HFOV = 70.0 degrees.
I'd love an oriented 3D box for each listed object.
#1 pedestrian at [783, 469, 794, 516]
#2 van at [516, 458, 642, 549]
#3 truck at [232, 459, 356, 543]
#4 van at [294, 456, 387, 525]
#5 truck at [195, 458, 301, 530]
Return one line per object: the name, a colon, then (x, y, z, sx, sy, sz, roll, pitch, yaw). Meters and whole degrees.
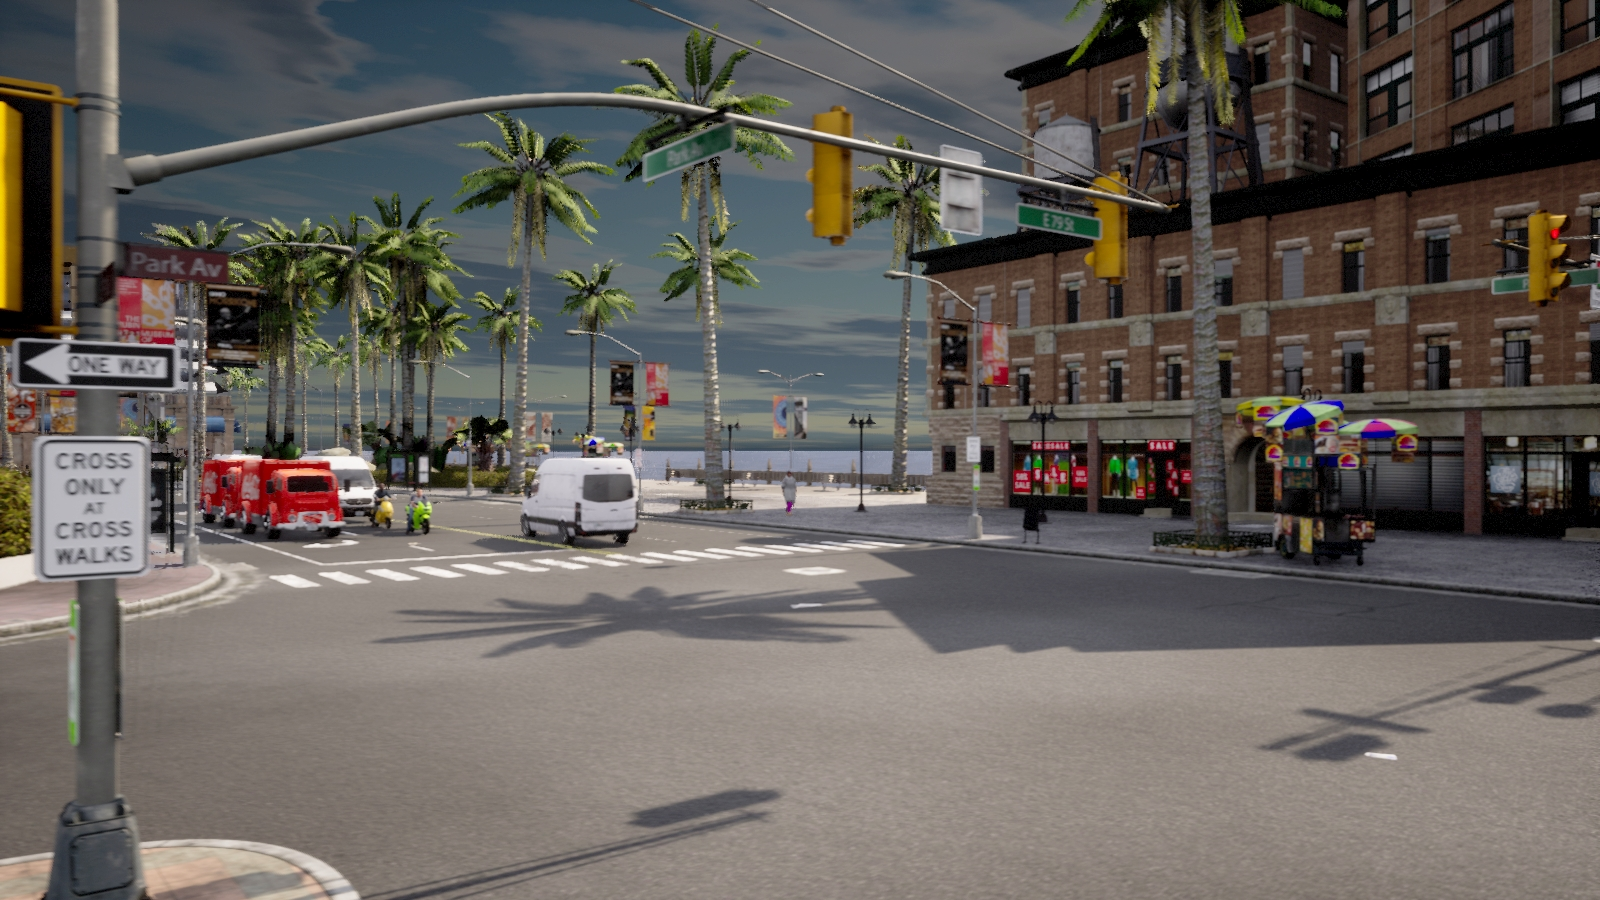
pedestrian: (-0.459, 1.698, 45.972, 0.375, 1.860, 0.375, 0, 0, -19)
van: (-7.005, 1.535, 35.594, 1.988, 2.561, 5.915, 0, 0, -31)
truck: (-16.662, 1.567, 37.469, 2.627, 2.467, 5.204, 0, 0, -37)
van: (-18.450, 1.536, 45.673, 1.988, 2.561, 5.915, 0, 0, -37)
truck: (-20.843, 1.569, 43.007, 2.627, 2.467, 5.204, 0, 0, -37)
